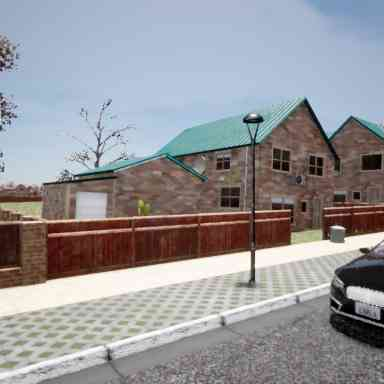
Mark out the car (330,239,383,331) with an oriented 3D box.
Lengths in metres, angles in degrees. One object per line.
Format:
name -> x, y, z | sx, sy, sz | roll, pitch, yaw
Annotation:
car -> 4.596, 1.499, 6.361 | 4.902, 1.511, 2.128 | 0, 0, -36
